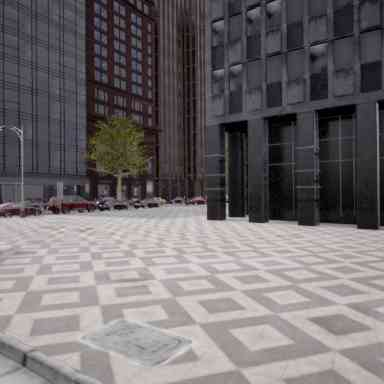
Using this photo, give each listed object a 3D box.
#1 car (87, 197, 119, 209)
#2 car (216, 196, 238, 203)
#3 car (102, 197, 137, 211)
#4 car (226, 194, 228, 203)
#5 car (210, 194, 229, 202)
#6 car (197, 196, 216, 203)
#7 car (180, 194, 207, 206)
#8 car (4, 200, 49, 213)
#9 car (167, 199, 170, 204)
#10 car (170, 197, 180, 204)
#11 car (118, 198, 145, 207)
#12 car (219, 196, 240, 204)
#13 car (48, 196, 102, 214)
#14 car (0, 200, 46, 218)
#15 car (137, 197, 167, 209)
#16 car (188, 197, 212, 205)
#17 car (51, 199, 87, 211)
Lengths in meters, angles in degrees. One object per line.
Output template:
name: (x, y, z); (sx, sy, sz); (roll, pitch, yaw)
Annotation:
car: (-12.780, 1.483, 48.039); (1.967, 1.590, 4.097); (-1, 0, 35)
car: (7.139, 1.469, 66.496); (2.033, 1.411, 5.357); (-1, 0, 35)
car: (-8.952, 1.524, 38.559); (1.947, 1.339, 4.313); (-1, 0, 35)
car: (3.826, 1.222, 57.145); (2.192, 1.841, 5.009); (-1, 0, 35)
car: (6.392, 1.295, 75.922); (2.192, 1.841, 5.009); (-1, 0, 35)
car: (3.199, 1.534, 71.274); (1.887, 1.381, 4.507); (-1, 0, 35)
car: (0.632, 1.462, 52.498); (1.887, 1.381, 4.507); (-1, 0, 35)
car: (-19.169, 1.641, 38.746); (1.947, 1.339, 4.313); (-1, 0, 35)
car: (-6.484, 1.544, 57.192); (1.752, 1.417, 4.829); (-1, 0, 35)
car: (-3.192, 1.573, 61.980); (1.947, 1.339, 4.313); (-1, 0, 35)
car: (-9.583, 1.612, 52.686); (1.802, 1.307, 4.206); (-1, 0, 35)
car: (7.023, 1.463, 61.790); (1.947, 1.339, 4.313); (-1, 0, 35)
car: (-12.149, 1.289, 33.914); (2.192, 1.841, 5.009); (-1, 0, 35)
car: (-15.342, 1.575, 29.267); (1.802, 1.307, 4.206); (-1, 0, 35)
car: (-5.757, 1.508, 43.205); (1.947, 1.339, 4.313); (-1, 0, 35)
car: (1.477, 1.539, 58.265); (1.895, 1.301, 4.718); (-1, 0, 34)
car: (-15.974, 1.641, 43.393); (1.802, 1.307, 4.206); (-1, 0, 35)
